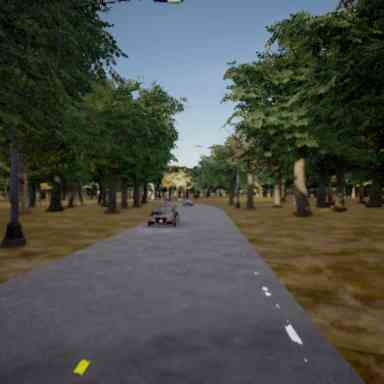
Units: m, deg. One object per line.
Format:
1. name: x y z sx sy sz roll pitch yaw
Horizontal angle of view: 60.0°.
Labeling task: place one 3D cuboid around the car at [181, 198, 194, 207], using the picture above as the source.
1. car: -0.675 2.018 65.772 2.097 1.767 4.553 0 -1 -1

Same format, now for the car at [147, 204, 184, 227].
1. car: -1.960 1.729 23.959 1.994 1.385 4.181 0 -1 3
